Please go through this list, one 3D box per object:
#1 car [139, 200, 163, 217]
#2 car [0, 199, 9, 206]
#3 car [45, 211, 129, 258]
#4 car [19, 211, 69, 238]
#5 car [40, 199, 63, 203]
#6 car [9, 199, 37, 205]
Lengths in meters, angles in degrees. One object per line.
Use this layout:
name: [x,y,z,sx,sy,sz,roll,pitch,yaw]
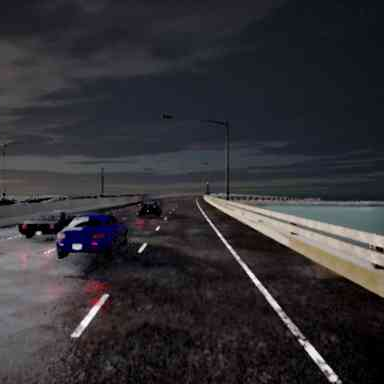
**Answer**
car: [-3.916,1.504,31.860,2.128,1.511,4.902,0,0,-1]
car: [-25.137,1.723,44.317,1.837,1.490,4.892,0,0,0]
car: [-3.646,1.548,12.731,1.812,1.442,4.674,0,0,-1]
car: [-7.222,1.646,17.829,1.895,1.301,4.718,0,0,-1]
car: [-18.137,1.640,44.130,1.812,1.442,4.674,0,0,0]
car: [-21.639,1.380,44.345,2.128,1.511,4.902,0,0,0]
